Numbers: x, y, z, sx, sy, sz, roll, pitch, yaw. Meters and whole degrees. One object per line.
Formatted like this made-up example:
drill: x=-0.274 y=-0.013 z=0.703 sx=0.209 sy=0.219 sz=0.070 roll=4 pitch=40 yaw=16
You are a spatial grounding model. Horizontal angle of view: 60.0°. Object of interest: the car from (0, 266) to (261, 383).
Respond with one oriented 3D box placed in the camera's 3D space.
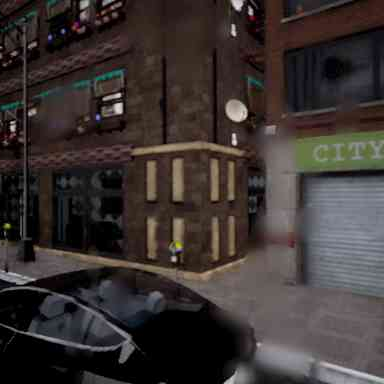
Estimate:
car: x=-1.349 y=1.560 z=3.848 sx=4.313 sy=1.339 sz=1.947 roll=0 pitch=0 yaw=36
